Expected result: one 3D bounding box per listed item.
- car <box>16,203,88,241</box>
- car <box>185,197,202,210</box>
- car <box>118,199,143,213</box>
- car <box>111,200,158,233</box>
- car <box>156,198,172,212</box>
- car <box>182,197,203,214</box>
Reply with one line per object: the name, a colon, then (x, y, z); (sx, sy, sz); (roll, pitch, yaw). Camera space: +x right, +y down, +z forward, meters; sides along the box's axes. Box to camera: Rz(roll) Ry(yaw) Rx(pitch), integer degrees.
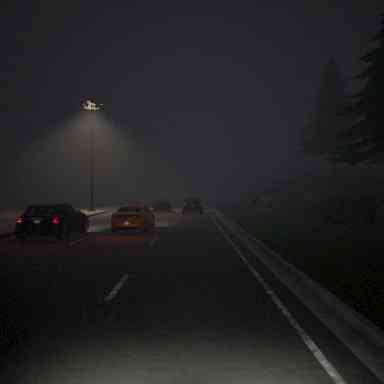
car: (-6.901, 1.352, 16.925); (2.097, 1.767, 4.553); (0, 0, 0)
car: (0.256, 1.491, 44.330); (2.128, 1.511, 4.902); (0, 0, 2)
car: (-6.887, 1.564, 37.517); (1.994, 1.385, 4.181); (0, 0, 0)
car: (-3.399, 1.477, 19.737); (1.882, 1.535, 5.008); (0, 0, 0)
car: (-3.374, 1.478, 38.643); (1.882, 1.535, 5.008); (0, 0, 0)
car: (0.096, 1.352, 35.107); (2.097, 1.767, 4.553); (0, 0, 0)
